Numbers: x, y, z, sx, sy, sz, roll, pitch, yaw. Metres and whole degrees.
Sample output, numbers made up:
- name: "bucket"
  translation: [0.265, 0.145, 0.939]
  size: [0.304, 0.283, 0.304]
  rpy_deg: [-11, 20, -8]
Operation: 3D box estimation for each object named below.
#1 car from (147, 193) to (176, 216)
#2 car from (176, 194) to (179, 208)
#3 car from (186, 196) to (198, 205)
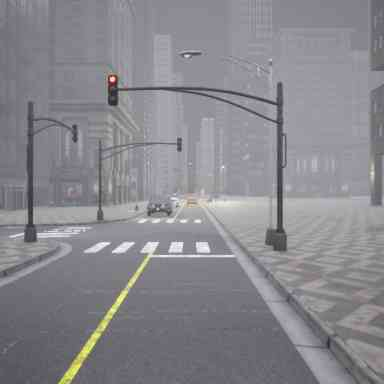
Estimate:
- name: "car"
  translation: [-3.091, 1.221, 32.962]
  size: [2.150, 2.045, 5.566]
  rpy_deg: [0, 0, 0]
- name: "car"
  translation: [-3.085, 1.229, 48.588]
  size: [2.150, 2.045, 5.566]
  rpy_deg: [0, 0, 0]
- name: "car"
  translation: [0.007, 1.489, 57.641]
  size: [1.882, 1.535, 5.008]
  rpy_deg: [0, 0, 0]
